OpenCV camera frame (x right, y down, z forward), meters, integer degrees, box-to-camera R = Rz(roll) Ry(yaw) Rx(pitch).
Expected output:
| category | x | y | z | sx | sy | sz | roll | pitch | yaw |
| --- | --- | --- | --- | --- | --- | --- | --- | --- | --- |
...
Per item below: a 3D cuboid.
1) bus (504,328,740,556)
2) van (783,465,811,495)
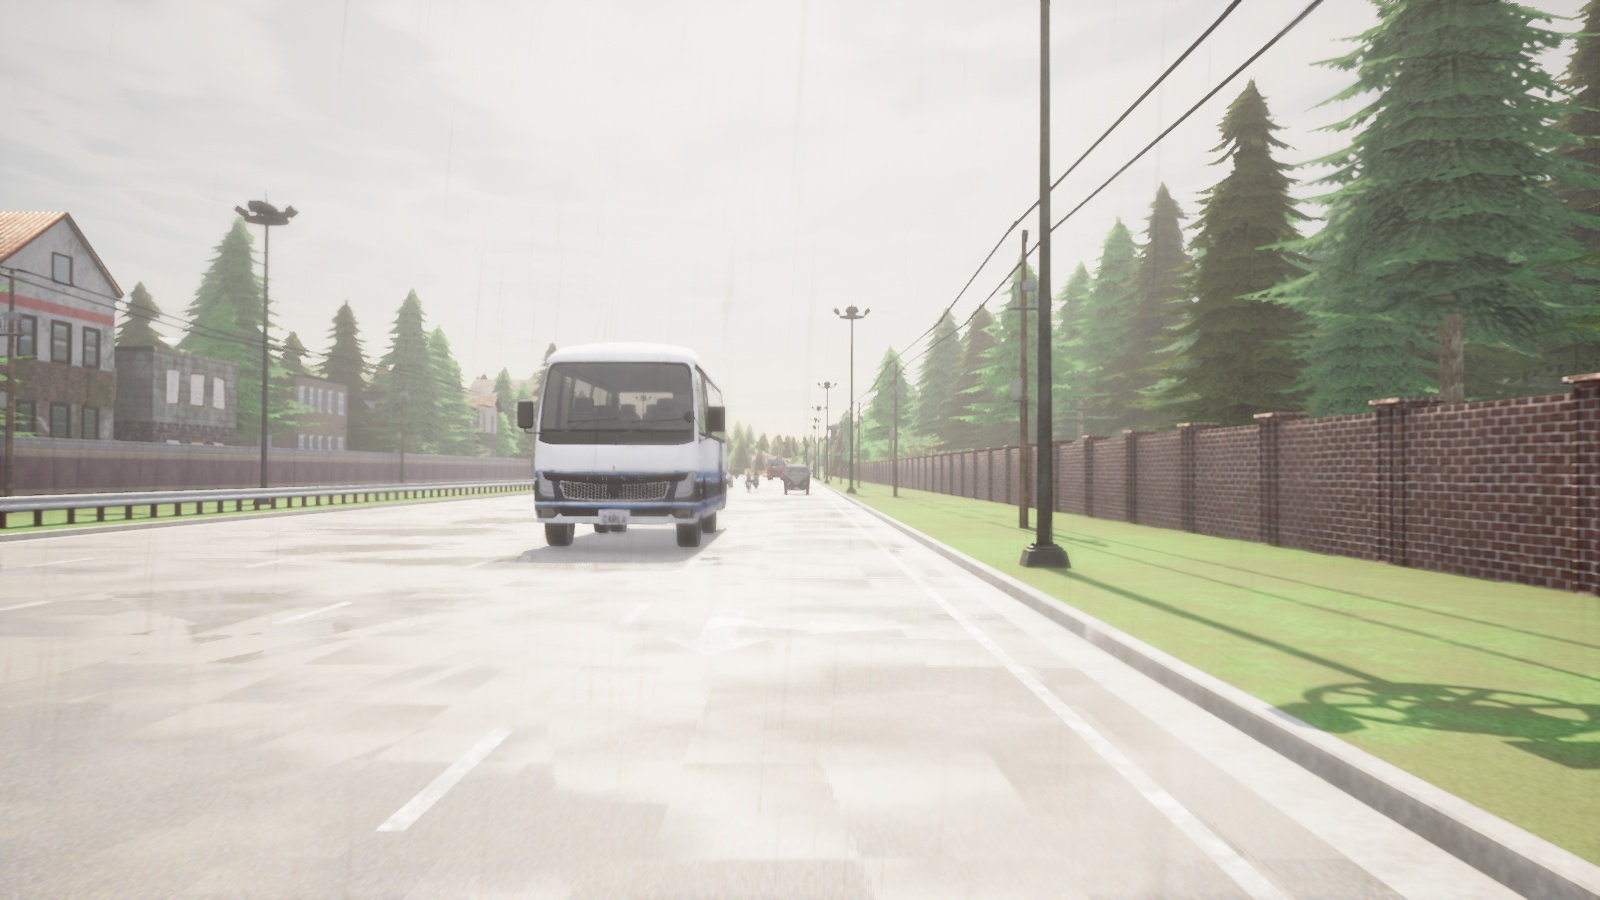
| category | x | y | z | sx | sy | sz | roll | pitch | yaw |
| --- | --- | --- | --- | --- | --- | --- | --- | --- | --- |
| bus | -3.574 | -0.060 | 28.625 | 3.944 | 4.253 | 10.273 | 0 | -1 | 0 |
| van | -0.203 | 2.005 | 84.351 | 1.775 | 1.987 | 4.442 | 0 | -1 | 0 |
